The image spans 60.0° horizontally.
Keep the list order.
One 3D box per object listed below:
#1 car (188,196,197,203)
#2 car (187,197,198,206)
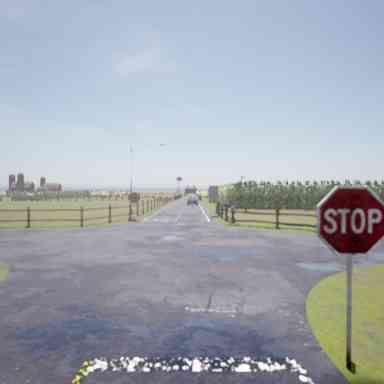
[{"bbox_3d":[0.104,1.720,73.236,2.033,1.411,5.357,0,0,0],"label":"car"},{"bbox_3d":[0.090,1.659,63.202,2.097,1.767,4.553,0,0,0],"label":"car"}]
